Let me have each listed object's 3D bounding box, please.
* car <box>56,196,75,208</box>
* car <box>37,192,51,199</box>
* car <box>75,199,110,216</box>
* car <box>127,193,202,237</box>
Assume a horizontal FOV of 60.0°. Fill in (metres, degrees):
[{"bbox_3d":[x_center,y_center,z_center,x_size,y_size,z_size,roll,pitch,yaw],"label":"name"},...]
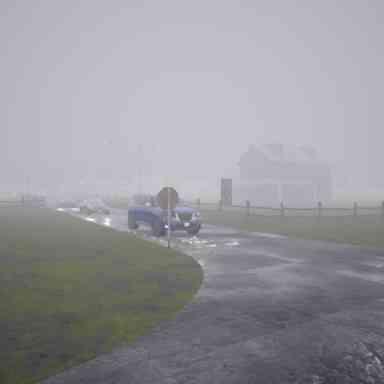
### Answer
[{"bbox_3d":[-15.740,1.227,41.580,1.812,1.442,4.674,0,1,-30],"label":"car"},{"bbox_3d":[-35.029,0.895,79.723,2.128,1.511,4.902,0,0,-31],"label":"car"},{"bbox_3d":[-8.830,1.321,29.835,1.812,1.442,4.674,0,0,-31],"label":"car"},{"bbox_3d":[-1.674,1.108,17.760,2.150,2.045,5.566,0,1,-31],"label":"car"}]
